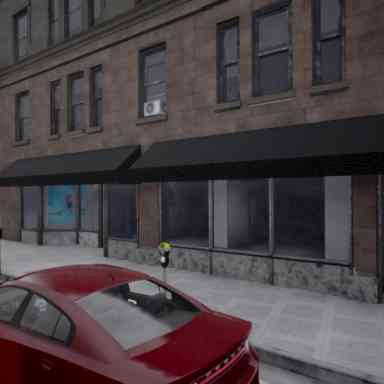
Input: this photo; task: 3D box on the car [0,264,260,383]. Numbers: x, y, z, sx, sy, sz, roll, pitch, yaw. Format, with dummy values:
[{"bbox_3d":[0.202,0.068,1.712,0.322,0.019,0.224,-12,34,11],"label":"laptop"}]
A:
[{"bbox_3d":[-1.468,1.545,3.893,4.507,1.381,1.887,0,0,35],"label":"car"}]
